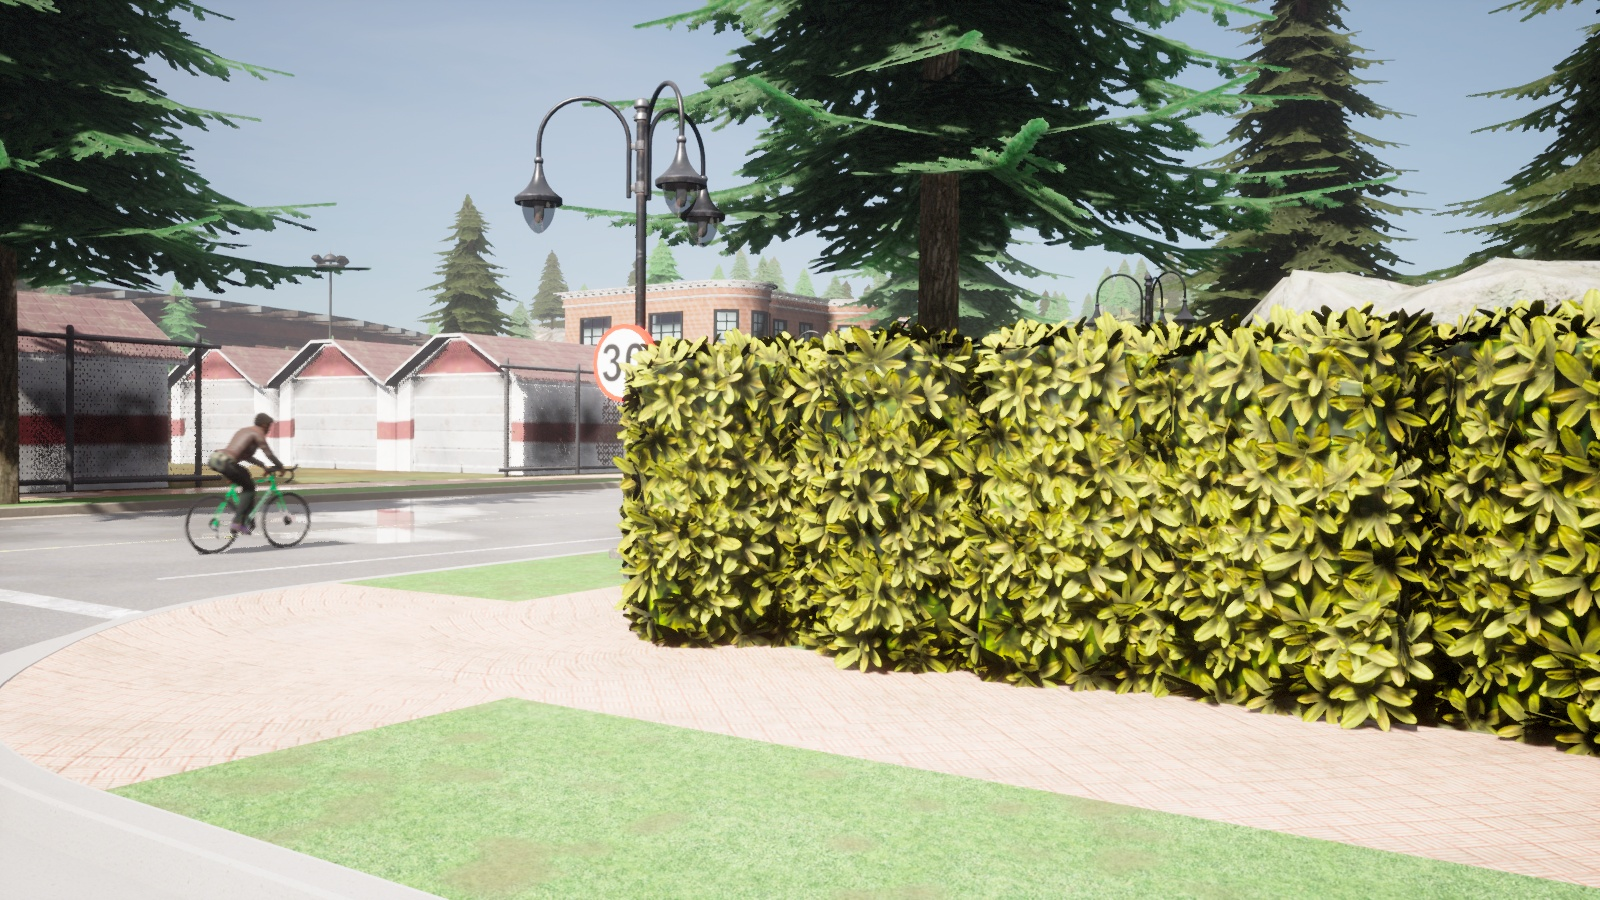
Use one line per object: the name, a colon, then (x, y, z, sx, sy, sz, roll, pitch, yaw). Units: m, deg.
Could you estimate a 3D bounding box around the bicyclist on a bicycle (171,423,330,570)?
bicyclist on a bicycle: (-6.386, 0.503, 14.687, 0.582, 1.620, 1.656, 0, 1, 31)
